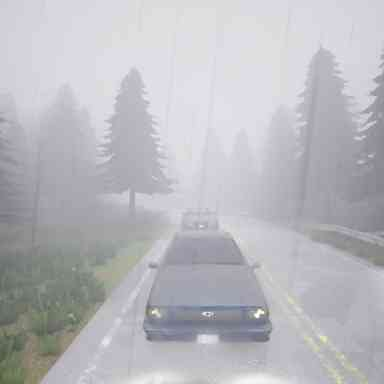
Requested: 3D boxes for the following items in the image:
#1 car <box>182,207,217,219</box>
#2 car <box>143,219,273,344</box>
[{"bbox_3d":[0.401,1.584,19.139,1.994,1.385,4.181,0,0,-2],"label":"car"},{"bbox_3d":[0.250,1.557,7.054,2.033,1.411,5.357,0,0,1],"label":"car"}]
